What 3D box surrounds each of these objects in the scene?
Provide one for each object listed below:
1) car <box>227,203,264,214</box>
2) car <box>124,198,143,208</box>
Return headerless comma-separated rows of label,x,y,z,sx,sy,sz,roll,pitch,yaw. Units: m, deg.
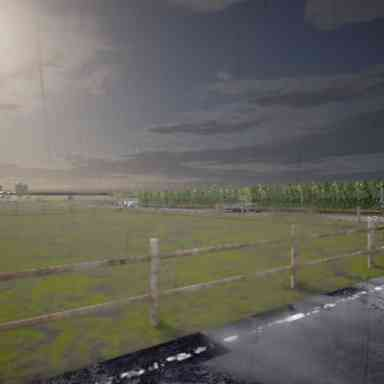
car,6.856,2.084,43.110,2.033,1.411,5.357,1,-2,-35
car,-12.509,2.390,70.765,2.150,2.045,5.566,1,-2,-35
